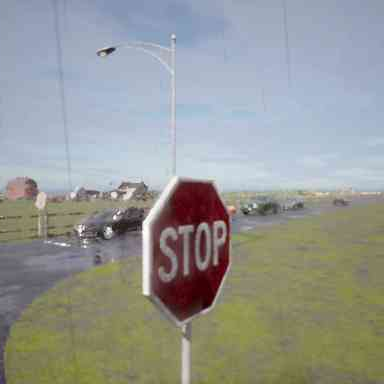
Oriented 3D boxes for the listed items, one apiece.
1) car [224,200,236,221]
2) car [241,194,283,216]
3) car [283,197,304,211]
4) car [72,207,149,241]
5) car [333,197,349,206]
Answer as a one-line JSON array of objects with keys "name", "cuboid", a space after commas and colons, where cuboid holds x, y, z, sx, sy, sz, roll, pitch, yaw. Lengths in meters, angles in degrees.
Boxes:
[{"name": "car", "cuboid": [1.654, 1.422, 26.074, 2.097, 1.767, 4.553, 0, 0, 34]}, {"name": "car", "cuboid": [7.098, 1.280, 34.131, 2.150, 2.045, 5.566, 0, 0, 34]}, {"name": "car", "cuboid": [12.751, 1.403, 42.457, 2.097, 1.767, 4.553, 0, 0, 34]}, {"name": "car", "cuboid": [-3.974, 1.589, 17.578, 1.837, 1.490, 4.892, 0, 0, 32]}, {"name": "car", "cuboid": [24.401, 1.550, 54.527, 1.837, 1.490, 4.892, 0, 0, 34]}]
